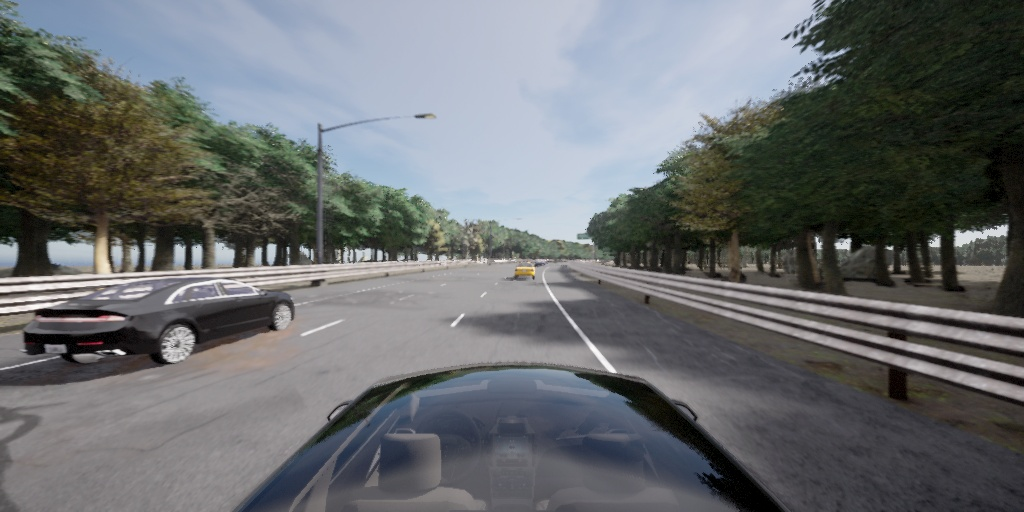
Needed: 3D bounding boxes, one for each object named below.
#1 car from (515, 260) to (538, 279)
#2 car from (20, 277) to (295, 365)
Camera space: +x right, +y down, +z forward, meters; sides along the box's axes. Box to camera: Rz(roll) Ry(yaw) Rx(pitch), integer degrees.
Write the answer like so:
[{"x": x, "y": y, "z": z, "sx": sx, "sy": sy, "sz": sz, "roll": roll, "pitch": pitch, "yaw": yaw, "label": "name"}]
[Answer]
[{"x": 1.244, "y": 1.211, "z": 33.190, "sx": 1.801, "sy": 1.575, "sz": 5.366, "roll": 0, "pitch": 0, "yaw": 4, "label": "car"}, {"x": -6.919, "y": 1.202, "z": 7.900, "sx": 2.128, "sy": 1.511, "sz": 4.902, "roll": 0, "pitch": 0, "yaw": 1, "label": "car"}]
